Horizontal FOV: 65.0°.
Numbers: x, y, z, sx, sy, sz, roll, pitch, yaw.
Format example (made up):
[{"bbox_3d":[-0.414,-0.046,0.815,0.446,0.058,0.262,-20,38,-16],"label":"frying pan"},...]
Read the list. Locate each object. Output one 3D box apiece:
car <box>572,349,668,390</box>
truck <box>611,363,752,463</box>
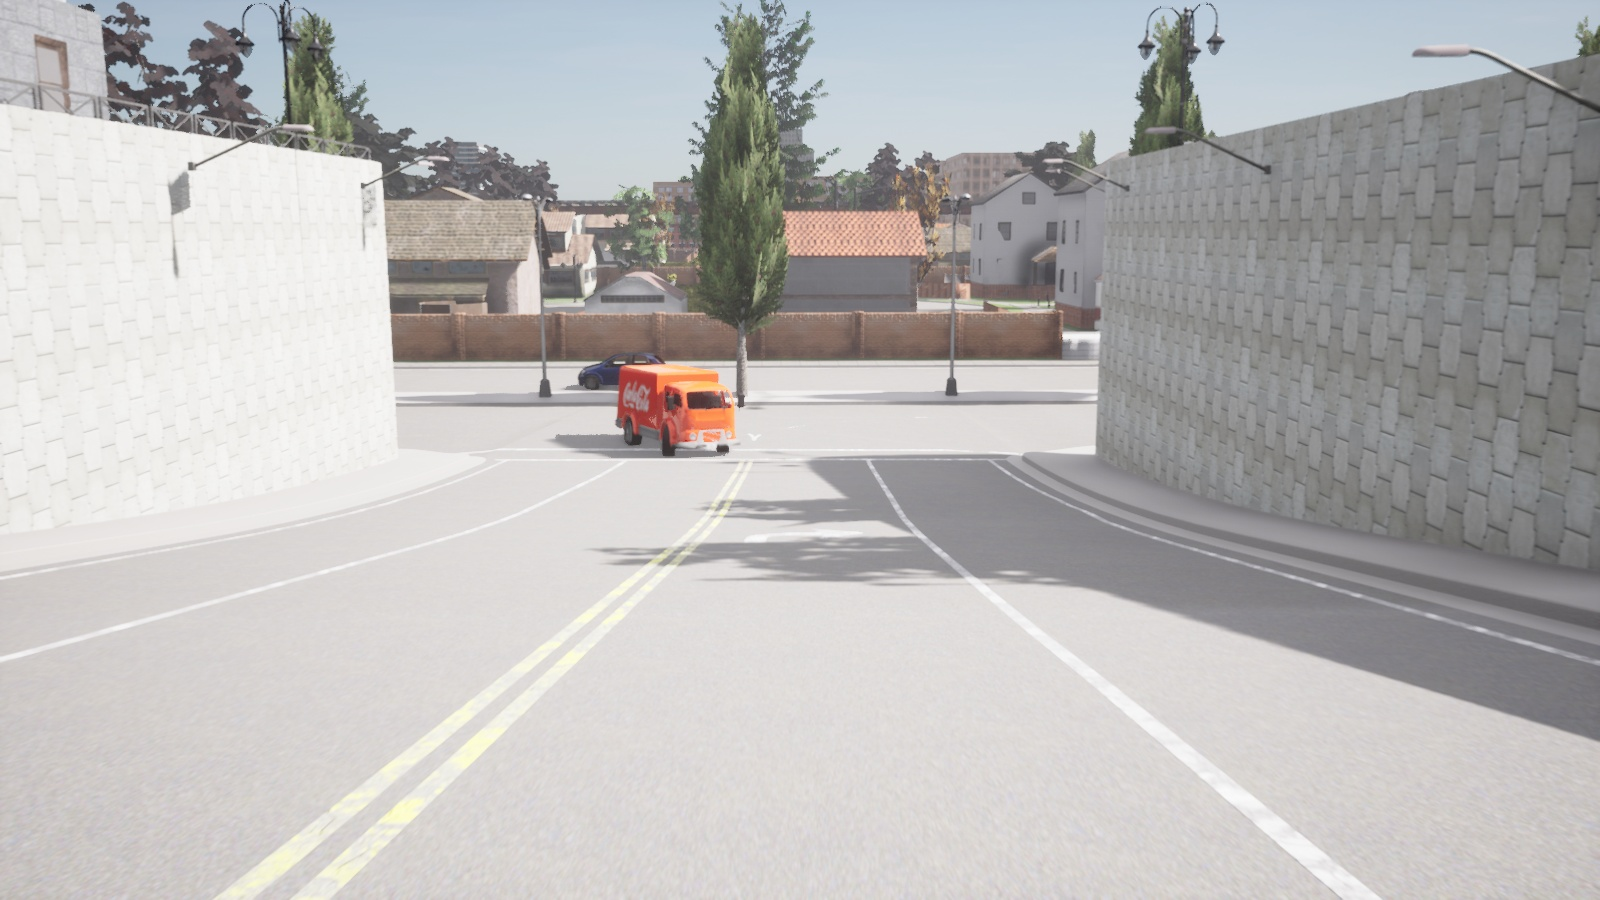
[{"bbox_3d":[-7.968,-3.609,55.917,3.988,1.617,1.851,0,10,-1],"label":"car"},{"bbox_3d":[-3.791,-1.267,39.131,2.627,2.467,5.204,-3,9,-26],"label":"truck"}]
